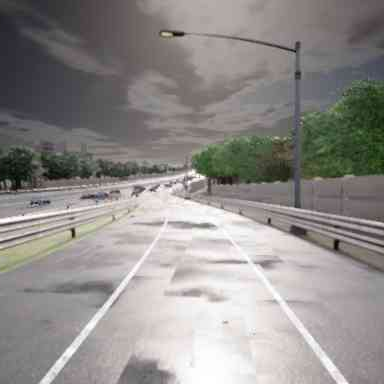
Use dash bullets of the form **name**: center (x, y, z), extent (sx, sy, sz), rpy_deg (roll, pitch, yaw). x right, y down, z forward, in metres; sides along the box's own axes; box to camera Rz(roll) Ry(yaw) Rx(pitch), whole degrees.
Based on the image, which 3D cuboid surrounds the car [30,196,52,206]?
- **car**: center (-28.057, 1.581, 61.862), extent (2.097, 1.767, 4.553), rpy_deg (1, 3, 7)

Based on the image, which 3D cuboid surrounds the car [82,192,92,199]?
- **car**: center (-25.550, 0.864, 82.519), extent (2.128, 1.511, 4.902), rpy_deg (1, 3, 7)

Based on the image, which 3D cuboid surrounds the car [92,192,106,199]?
- **car**: center (-22.076, 0.735, 82.070), extent (2.097, 1.767, 4.553), rpy_deg (1, 3, 7)

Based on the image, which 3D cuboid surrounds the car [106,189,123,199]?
- **car**: center (-18.601, 0.774, 81.661), extent (2.097, 1.767, 4.553), rpy_deg (1, 3, 7)
